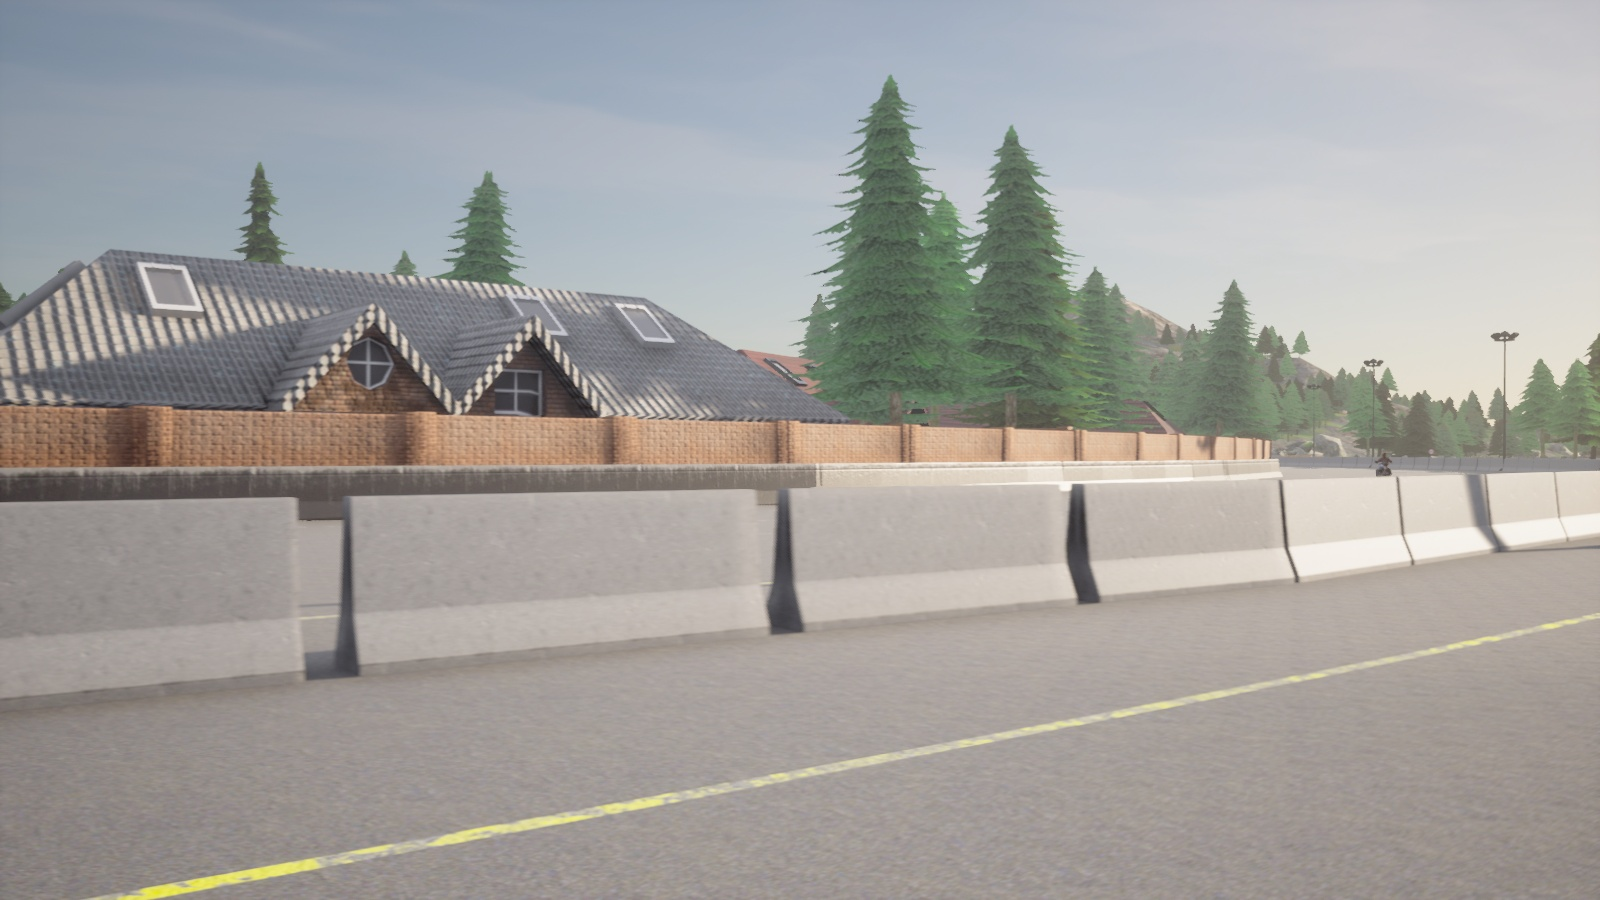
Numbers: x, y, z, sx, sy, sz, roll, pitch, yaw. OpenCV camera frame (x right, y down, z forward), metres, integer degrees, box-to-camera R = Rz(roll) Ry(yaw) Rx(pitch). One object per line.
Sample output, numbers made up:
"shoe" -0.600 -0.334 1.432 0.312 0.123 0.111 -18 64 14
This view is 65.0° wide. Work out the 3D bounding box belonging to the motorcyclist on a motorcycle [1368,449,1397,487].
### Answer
"motorcyclist on a motorcycle" 25.503 0.777 54.964 0.766 1.649 2.350 -1 0 34
